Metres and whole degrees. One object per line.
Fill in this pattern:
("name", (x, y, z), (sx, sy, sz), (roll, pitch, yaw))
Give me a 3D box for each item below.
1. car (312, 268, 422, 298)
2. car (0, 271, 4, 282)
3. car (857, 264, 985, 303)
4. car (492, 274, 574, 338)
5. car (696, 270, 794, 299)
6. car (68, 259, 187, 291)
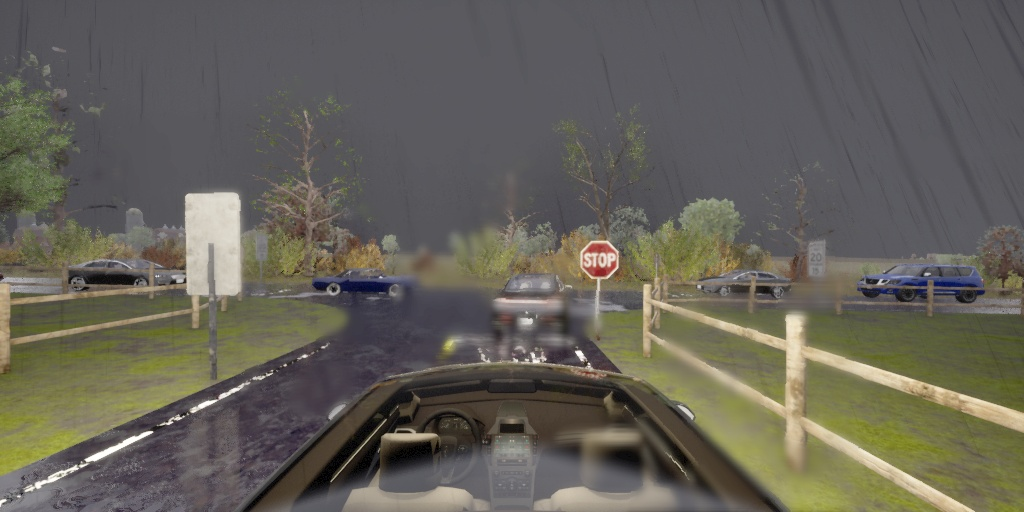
("car", (-6.813, 1.249, 17.293), (4.718, 1.301, 1.895), (1, 1, 0))
("car", (-27.785, 0.718, 17.330), (4.674, 1.442, 1.812), (1, 1, 0))
("car", (22.910, 1.467, 20.192), (5.566, 2.045, 2.150), (1, 1, 0))
("car", (0.711, 1.240, 10.257), (2.128, 1.511, 4.902), (0, 0, 9))
("car", (13.014, 1.526, 20.209), (4.902, 1.511, 2.128), (1, 1, 0))
("car", (-18.481, 0.886, 17.317), (4.902, 1.511, 2.128), (1, 1, 0))
